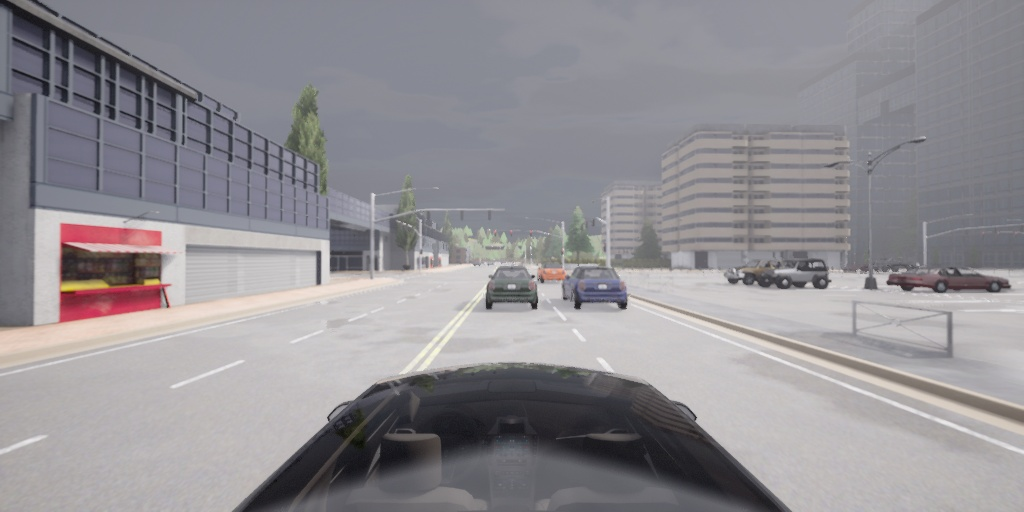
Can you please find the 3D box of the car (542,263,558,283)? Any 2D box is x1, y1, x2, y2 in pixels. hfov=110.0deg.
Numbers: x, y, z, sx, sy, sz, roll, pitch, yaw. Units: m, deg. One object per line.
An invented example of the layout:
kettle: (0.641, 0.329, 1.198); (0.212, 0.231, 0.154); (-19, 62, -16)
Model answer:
car: (3.378, 1.375, 31.041); (2.097, 1.767, 4.553); (0, -1, 0)

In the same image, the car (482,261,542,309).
car: (-0.007, 1.233, 15.939); (2.097, 1.767, 4.553); (0, -1, 0)

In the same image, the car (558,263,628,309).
car: (3.494, 1.233, 15.940); (2.097, 1.767, 4.553); (0, -1, 0)
